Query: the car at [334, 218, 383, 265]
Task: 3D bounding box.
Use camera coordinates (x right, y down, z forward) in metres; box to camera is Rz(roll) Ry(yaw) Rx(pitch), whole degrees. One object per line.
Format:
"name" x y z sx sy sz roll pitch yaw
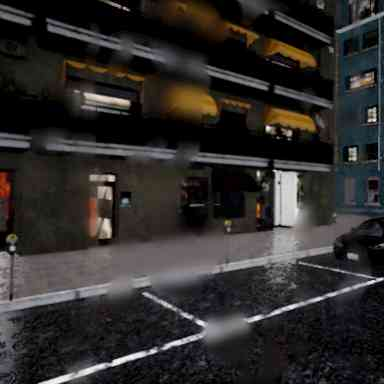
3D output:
"car" 6.625 1.570 11.287 4.313 1.339 1.947 0 0 -36
